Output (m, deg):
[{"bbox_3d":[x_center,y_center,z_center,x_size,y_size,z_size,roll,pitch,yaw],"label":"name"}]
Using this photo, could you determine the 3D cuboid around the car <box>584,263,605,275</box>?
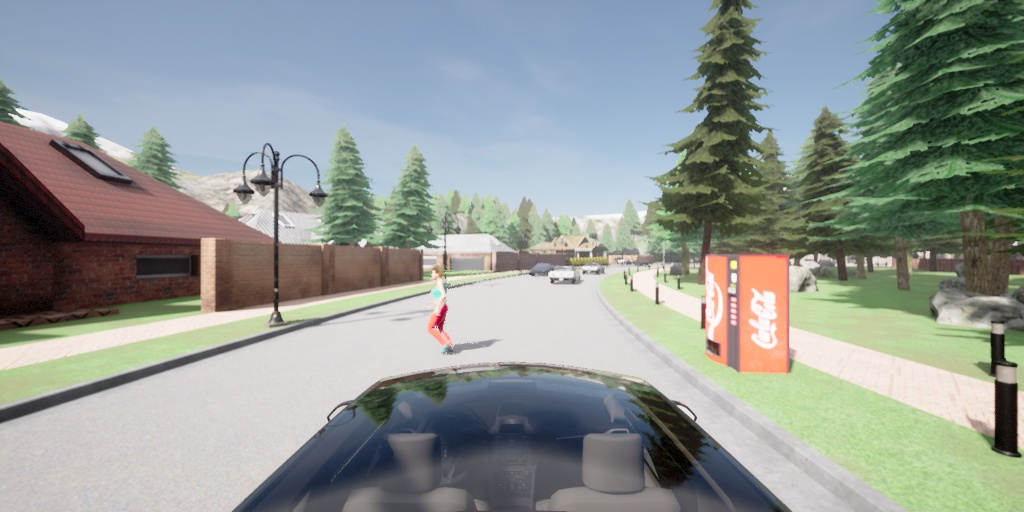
[{"bbox_3d":[9.589,1.458,41.913,1.895,1.301,4.718,0,0,25],"label":"car"}]

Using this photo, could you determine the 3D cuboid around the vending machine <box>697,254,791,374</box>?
[{"bbox_3d":[4.023,0.958,6.226,1.100,2.100,0.880,0,0,4],"label":"vending machine"}]

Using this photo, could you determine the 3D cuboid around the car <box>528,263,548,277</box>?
[{"bbox_3d":[3.304,1.390,36.766,2.033,1.411,5.357,0,0,21],"label":"car"}]

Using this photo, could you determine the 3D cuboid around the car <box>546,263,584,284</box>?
[{"bbox_3d":[4.279,1.420,28.244,1.895,1.301,4.718,0,0,18],"label":"car"}]

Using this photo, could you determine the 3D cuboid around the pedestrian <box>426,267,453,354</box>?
[{"bbox_3d":[-1.488,1.058,7.347,0.375,1.860,0.375,0,0,4],"label":"pedestrian"}]
